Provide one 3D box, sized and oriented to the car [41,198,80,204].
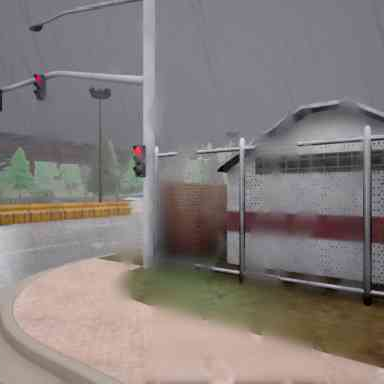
[{"bbox_3d":[-15.768,1.492,39.995,2.128,1.511,4.902,0,0,34],"label":"car"}]
